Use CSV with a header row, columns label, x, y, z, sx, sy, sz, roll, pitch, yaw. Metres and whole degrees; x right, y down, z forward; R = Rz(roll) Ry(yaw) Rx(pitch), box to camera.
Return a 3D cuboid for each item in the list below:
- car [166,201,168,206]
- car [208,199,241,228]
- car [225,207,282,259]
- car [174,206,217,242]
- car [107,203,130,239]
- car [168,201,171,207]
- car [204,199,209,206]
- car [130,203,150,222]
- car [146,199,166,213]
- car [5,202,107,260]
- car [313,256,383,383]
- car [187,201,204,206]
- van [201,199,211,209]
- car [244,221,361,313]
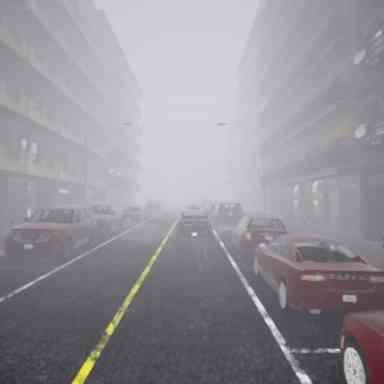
label,x,y,z,sx,sy,sz,roll,pitch,yaw
car,-5.252,2.204,51.993,1.887,1.381,4.507,1,-1,0
car,2.575,1.606,24.279,2.192,1.841,5.009,1,-1,0
car,2.604,1.597,13.217,1.967,1.590,4.097,1,-1,0
car,0.116,1.715,17.732,1.837,1.490,4.892,0,-1,0
car,-5.275,1.538,18.815,2.192,1.841,5.009,1,-1,0
car,-5.239,2.486,68.585,1.802,1.307,4.206,1,-1,0
car,2.582,1.873,35.340,1.967,1.590,4.097,1,-1,0
car,-5.272,1.926,29.874,1.947,1.339,4.313,1,-1,0
car,-5.252,1.897,46.465,2.192,1.841,5.009,1,-1,0
car,-5.280,1.471,13.286,2.192,1.841,5.009,1,-1,0
car,2.585,1.572,2.155,1.887,1.381,4.507,1,-1,0
car,0.134,1.963,35.721,1.812,1.442,4.674,0,-1,0
van,2.608,2.162,62.996,1.690,1.788,3.998,1,-1,0
car,2.590,1.636,7.684,1.887,1.381,4.507,1,-1,0
